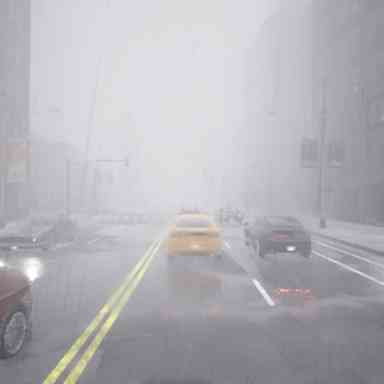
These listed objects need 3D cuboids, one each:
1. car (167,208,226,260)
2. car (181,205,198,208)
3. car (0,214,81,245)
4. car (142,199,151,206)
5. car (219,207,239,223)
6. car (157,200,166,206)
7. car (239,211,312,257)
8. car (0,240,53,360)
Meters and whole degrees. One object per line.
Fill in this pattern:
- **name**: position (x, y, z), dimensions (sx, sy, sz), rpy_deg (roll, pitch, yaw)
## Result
- **car**: position (0.075, 1.637, 13.246), dimensions (1.882, 1.535, 5.008), rpy_deg (0, -1, 0)
- **car**: position (-0.213, 1.817, 26.818), dimensions (2.128, 1.511, 4.902), rpy_deg (0, -1, 0)
- **car**: position (-6.619, 1.718, 14.992), dimensions (2.033, 1.411, 5.357), rpy_deg (0, -1, -1)
- **car**: position (-10.355, 2.443, 76.173), dimensions (1.882, 1.535, 5.008), rpy_deg (0, -1, -5)
- **car**: position (3.025, 1.946, 27.917), dimensions (1.895, 1.301, 4.718), rpy_deg (0, -1, -2)
- **car**: position (-7.118, 2.499, 76.462), dimensions (1.812, 1.442, 4.674), rpy_deg (0, -1, -5)
- **car**: position (3.320, 1.675, 13.616), dimensions (1.837, 1.490, 4.892), rpy_deg (0, -1, 0)
- **car**: position (-3.349, 1.562, 3.350), dimensions (1.812, 1.442, 4.674), rpy_deg (0, -1, 1)
